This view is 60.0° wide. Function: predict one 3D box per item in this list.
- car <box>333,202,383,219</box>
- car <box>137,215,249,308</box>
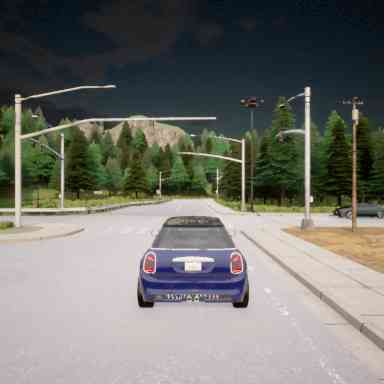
[{"bbox_3d":[14.499,1.591,28.718,4.181,1.385,1.994,0,0,1],"label":"car"},{"bbox_3d":[0.037,1.348,8.090,2.097,1.767,4.553,0,0,0],"label":"car"}]
